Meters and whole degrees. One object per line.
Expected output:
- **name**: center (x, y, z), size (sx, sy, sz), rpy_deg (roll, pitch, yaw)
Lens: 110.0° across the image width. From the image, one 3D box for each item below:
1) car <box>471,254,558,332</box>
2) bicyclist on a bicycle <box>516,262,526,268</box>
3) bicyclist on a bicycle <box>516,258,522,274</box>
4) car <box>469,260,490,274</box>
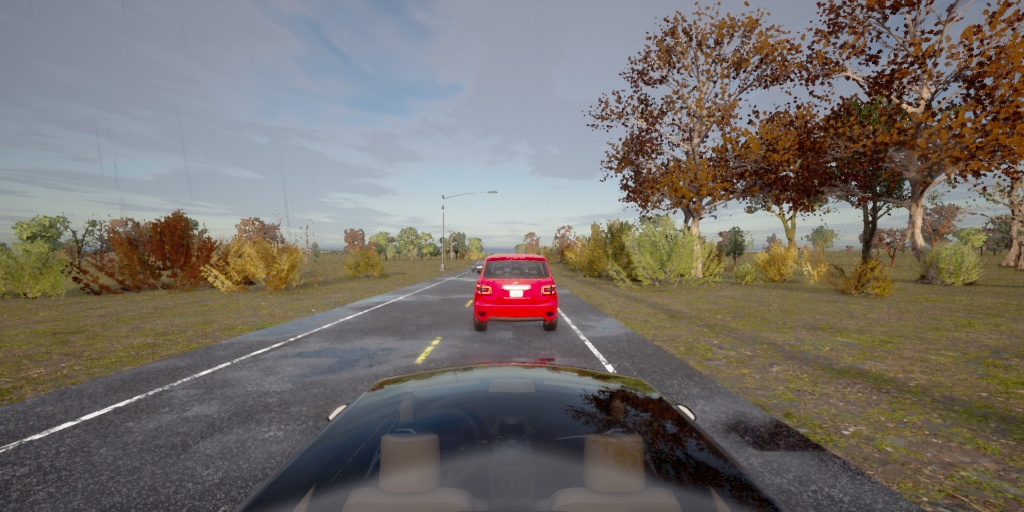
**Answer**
- **car**: center (0.077, 0.968, 11.048), size (2.150, 2.045, 5.566), rpy_deg (0, 0, -1)
- **bicyclist on a bicycle**: center (0.857, 1.110, 30.227), size (0.659, 1.776, 1.843), rpy_deg (0, 0, 0)
- **bicyclist on a bicycle**: center (0.780, 1.107, 40.240), size (0.659, 1.776, 1.843), rpy_deg (0, 0, 0)
- **car**: center (-3.810, 1.228, 43.038), size (2.128, 1.511, 4.902), rpy_deg (0, 0, -1)
